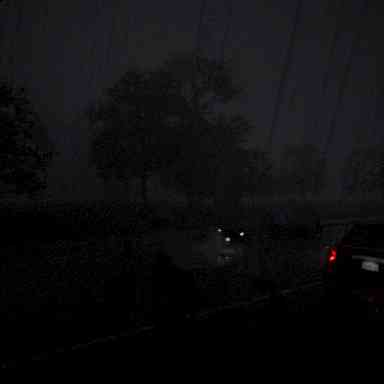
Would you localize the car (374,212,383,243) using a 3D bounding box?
[{"bbox_3d":[10.701,1.600,15.490,4.718,1.301,1.895,0,0,-33],"label":"car"}]

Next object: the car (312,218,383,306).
[{"bbox_3d":[4.947,1.352,7.175,4.553,1.767,2.097,0,0,-35],"label":"car"}]

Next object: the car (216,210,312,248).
[{"bbox_3d":[3.660,1.545,15.028,5.357,1.411,2.033,0,0,-34],"label":"car"}]
